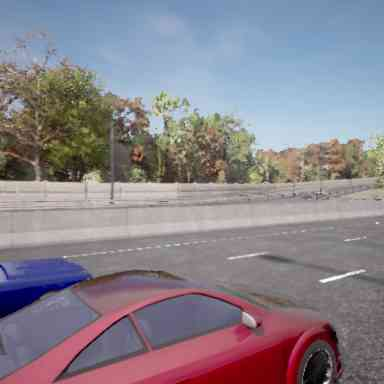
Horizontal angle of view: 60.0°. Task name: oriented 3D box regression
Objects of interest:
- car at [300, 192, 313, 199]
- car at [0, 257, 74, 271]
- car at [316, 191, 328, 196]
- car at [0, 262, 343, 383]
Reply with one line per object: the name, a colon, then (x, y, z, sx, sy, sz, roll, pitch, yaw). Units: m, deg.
car: (25.275, 0.769, 73.442, 1.837, 1.490, 4.892, 0, 1, 32)
car: (-3.977, 1.601, 5.212, 4.718, 1.301, 1.895, 0, 0, -35)
car: (33.868, 0.403, 86.696, 1.895, 1.301, 4.718, 0, 2, 34)
car: (-0.274, 1.564, 3.553, 4.181, 1.385, 1.994, 0, 0, -35)
